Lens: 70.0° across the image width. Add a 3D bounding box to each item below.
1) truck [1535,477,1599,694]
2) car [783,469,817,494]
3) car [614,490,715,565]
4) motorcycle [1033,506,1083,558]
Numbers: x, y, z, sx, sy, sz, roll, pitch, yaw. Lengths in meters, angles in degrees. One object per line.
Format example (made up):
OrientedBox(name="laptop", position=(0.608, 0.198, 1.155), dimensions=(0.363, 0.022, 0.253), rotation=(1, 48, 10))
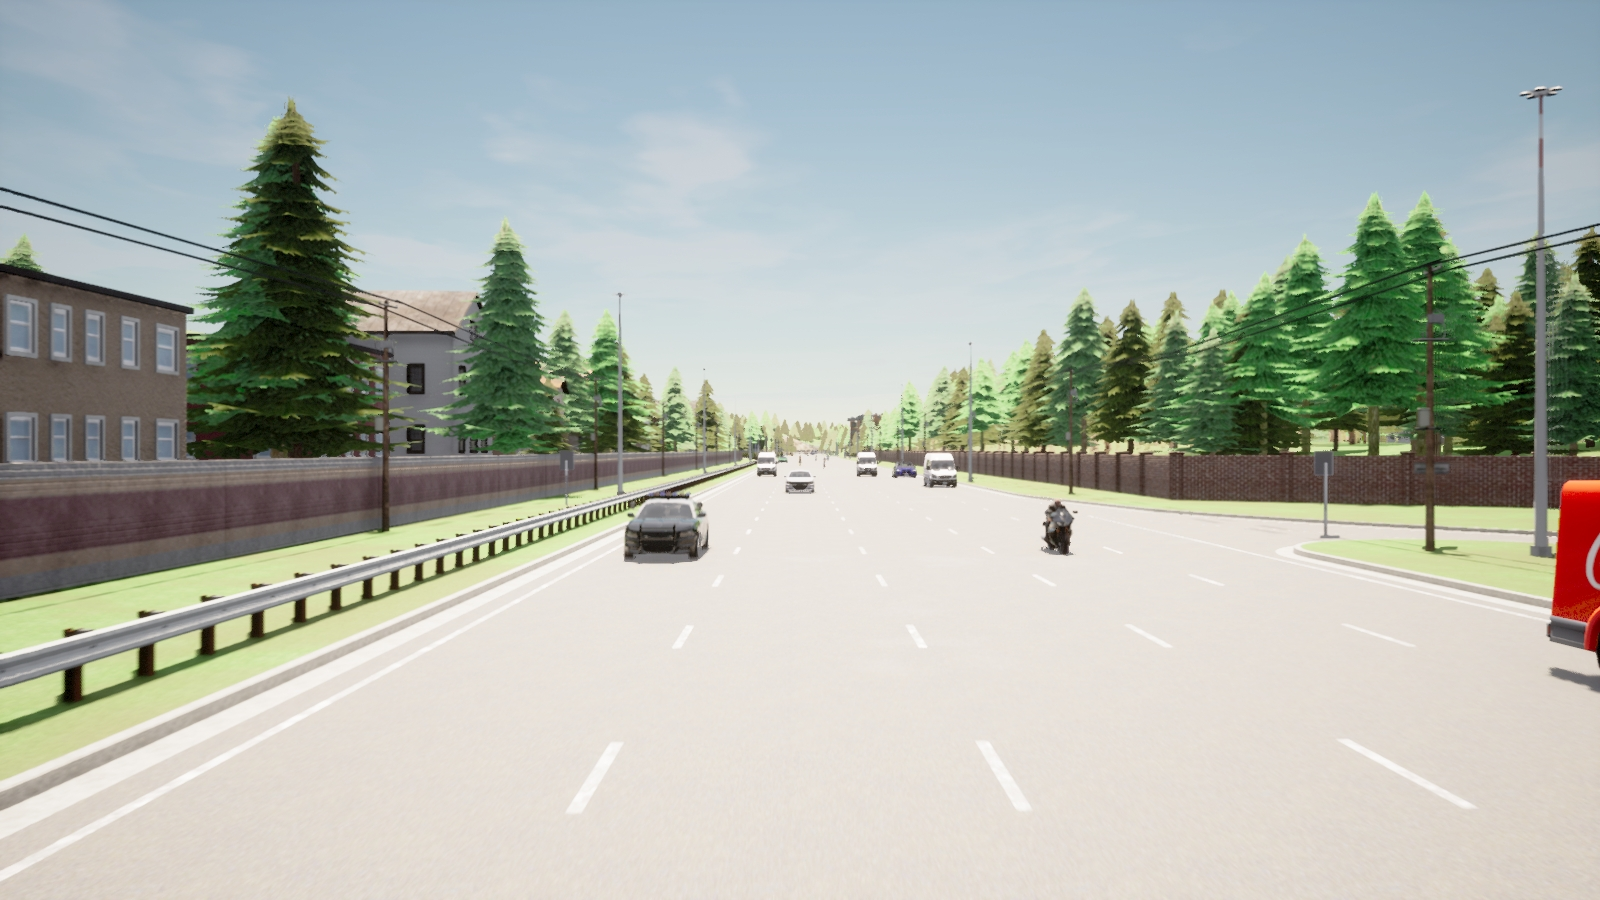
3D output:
OrientedBox(name="truck", position=(10.499, 1.568, 11.679), dimensions=(2.627, 2.467, 5.204), rotation=(0, 0, 0))
OrientedBox(name="car", position=(-0.002, 2.034, 74.798), dimensions=(2.097, 1.535, 5.006), rotation=(0, 0, 0))
OrientedBox(name="car", position=(-3.501, 1.982, 30.509), dimensions=(2.097, 1.638, 5.238), rotation=(0, 0, 0))
OrientedBox(name="motorcycle", position=(7.000, 2.205, 31.089), dimensions=(0.867, 1.251, 2.209), rotation=(0, 0, 0))
